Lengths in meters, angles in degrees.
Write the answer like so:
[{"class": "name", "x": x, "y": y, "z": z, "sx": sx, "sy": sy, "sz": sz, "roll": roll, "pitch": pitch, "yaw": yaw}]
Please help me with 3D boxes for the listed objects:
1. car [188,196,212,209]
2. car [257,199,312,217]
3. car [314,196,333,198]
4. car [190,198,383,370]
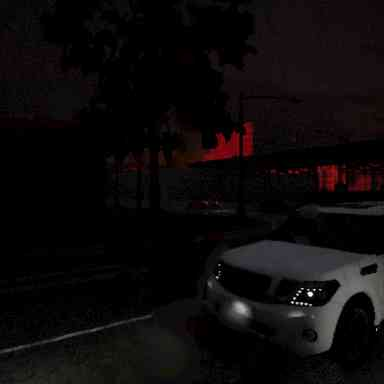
[{"class": "car", "x": 1.418, "y": 1.351, "z": 42.850, "sx": 2.097, "sy": 1.767, "sz": 4.553, "roll": 0, "pitch": 0, "yaw": -34}, {"class": "car", "x": 8.742, "y": 1.478, "z": 31.899, "sx": 1.882, "sy": 1.535, "sz": 5.008, "roll": 0, "pitch": 0, "yaw": -34}, {"class": "car", "x": 17.180, "y": 1.352, "z": 44.782, "sx": 2.097, "sy": 1.767, "sz": 4.553, "roll": 0, "pitch": 0, "yaw": -34}, {"class": "car", "x": 2.895, "y": 1.221, "z": 6.081, "sx": 5.566, "sy": 2.045, "sz": 2.150, "roll": 0, "pitch": 0, "yaw": -36}]
